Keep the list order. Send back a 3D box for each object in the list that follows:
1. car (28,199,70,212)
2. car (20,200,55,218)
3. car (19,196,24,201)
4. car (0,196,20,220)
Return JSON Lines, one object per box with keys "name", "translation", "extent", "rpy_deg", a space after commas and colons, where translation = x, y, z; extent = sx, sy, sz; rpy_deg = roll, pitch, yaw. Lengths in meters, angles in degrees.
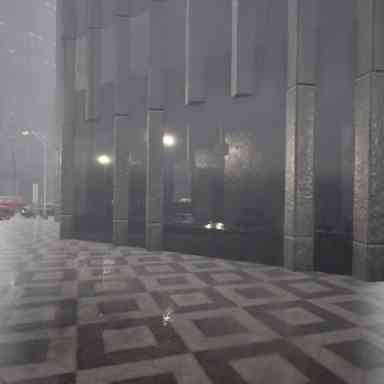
{"name": "car", "translation": [-17.483, 1.633, 40.828], "extent": [1.947, 1.339, 4.313], "rpy_deg": [1, 0, 35]}
{"name": "car", "translation": [-13.810, 1.742, 31.283], "extent": [1.947, 1.339, 4.313], "rpy_deg": [1, 0, 35]}
{"name": "car", "translation": [-20.749, 1.353, 36.228], "extent": [2.192, 1.841, 5.009], "rpy_deg": [1, 0, 35]}
{"name": "car", "translation": [-17.076, 1.463, 26.682], "extent": [2.192, 1.841, 5.009], "rpy_deg": [1, 0, 35]}
